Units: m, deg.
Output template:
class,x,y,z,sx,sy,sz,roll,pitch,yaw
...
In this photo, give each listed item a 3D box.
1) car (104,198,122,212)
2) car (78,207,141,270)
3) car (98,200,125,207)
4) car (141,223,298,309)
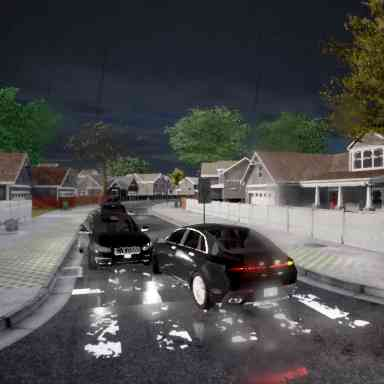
class,x,y,z,sx,sy,sz,roll,pitch,yaw
car,-9.435,1.521,39.789,1.812,1.442,4.674,0,0,-10
car,-2.745,1.495,11.298,1.837,1.490,4.892,0,0,-24
car,-4.856,1.498,20.502,1.837,1.490,4.892,0,0,-15
car,0.392,1.507,8.033,1.837,1.490,4.892,0,0,-24
